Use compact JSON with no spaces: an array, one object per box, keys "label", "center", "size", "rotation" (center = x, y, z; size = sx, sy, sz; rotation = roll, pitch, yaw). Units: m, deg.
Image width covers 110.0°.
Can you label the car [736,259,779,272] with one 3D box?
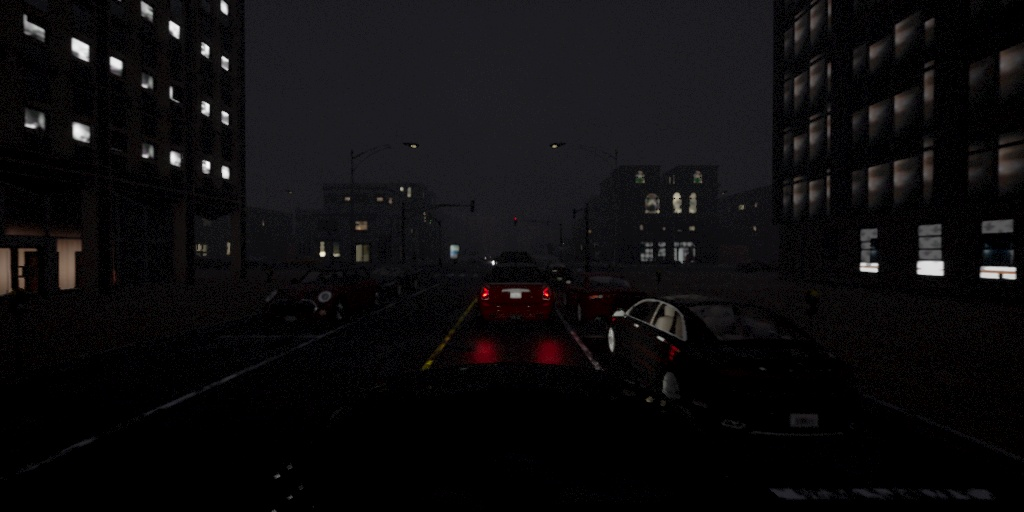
[{"label":"car","center":[23.655,0.969,34.172],"size":[4.207,1.307,1.802],"rotation":[0,0,1]}]

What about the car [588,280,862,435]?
[{"label":"car","center":[2.692,1.247,5.492],"size":[2.007,1.370,4.403],"rotation":[0,0,0]}]

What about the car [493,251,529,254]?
[{"label":"car","center":[0.128,0.685,21.868],"size":[2.150,2.045,5.566],"rotation":[0,1,-1]}]

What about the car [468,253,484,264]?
[{"label":"car","center":[-5.670,0.575,54.969],"size":[1.802,1.307,4.207],"rotation":[0,0,0]}]

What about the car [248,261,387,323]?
[{"label":"car","center":[-5.686,1.054,11.203],"size":[1.967,1.591,4.097],"rotation":[0,0,0]}]

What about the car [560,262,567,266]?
[{"label":"car","center":[2.699,1.004,22.566],"size":[2.007,1.370,4.403],"rotation":[0,0,0]}]

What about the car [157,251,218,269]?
[{"label":"car","center":[-30.939,0.439,35.064],"size":[5.009,1.841,2.192],"rotation":[0,0,1]}]

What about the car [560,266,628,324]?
[{"label":"car","center":[2.694,1.160,11.183],"size":[1.888,1.381,4.507],"rotation":[0,0,0]}]

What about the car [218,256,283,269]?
[{"label":"car","center":[-25.403,0.700,34.977],"size":[4.403,1.370,2.007],"rotation":[0,0,1]}]

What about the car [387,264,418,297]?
[{"label":"car","center":[-5.684,1.084,16.895],"size":[2.007,1.370,4.403],"rotation":[0,0,0]}]

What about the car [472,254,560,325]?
[{"label":"car","center":[0.103,0.969,11.290],"size":[2.097,1.767,4.553],"rotation":[0,1,0]}]

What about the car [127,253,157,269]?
[{"label":"car","center":[-36.476,0.651,35.150],"size":[4.403,1.370,2.007],"rotation":[0,0,1]}]

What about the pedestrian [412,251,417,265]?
[{"label":"pedestrian","center":[-12.535,0.249,46.091],"size":[0.375,1.860,0.375],"rotation":[0,0,1]}]

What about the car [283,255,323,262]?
[{"label":"car","center":[-25.439,0.600,43.358],"size":[4.829,1.417,1.751],"rotation":[0,0,1]}]
